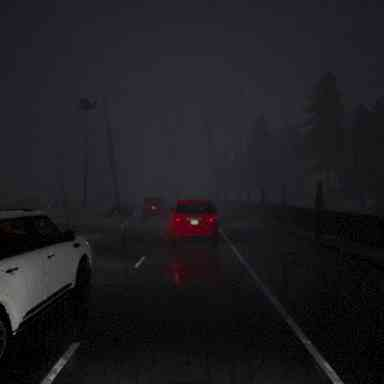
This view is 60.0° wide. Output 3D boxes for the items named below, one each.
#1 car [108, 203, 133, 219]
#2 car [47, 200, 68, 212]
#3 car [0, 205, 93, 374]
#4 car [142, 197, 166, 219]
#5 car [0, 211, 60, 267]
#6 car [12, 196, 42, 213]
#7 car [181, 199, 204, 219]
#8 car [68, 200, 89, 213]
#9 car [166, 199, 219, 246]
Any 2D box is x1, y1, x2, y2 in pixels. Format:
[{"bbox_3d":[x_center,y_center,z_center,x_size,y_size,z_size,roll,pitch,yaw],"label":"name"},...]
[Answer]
[{"bbox_3d":[-7.036,1.794,33.122,2.128,1.511,4.902,0,-1,-2],"label":"car"},{"bbox_3d":[-19.399,1.940,48.122,1.837,1.490,4.892,1,0,-10],"label":"car"},{"bbox_3d":[-3.394,1.274,5.438,2.150,2.045,5.566,0,0,0],"label":"car"},{"bbox_3d":[-3.481,1.516,32.174,2.150,2.045,5.566,0,-1,-2],"label":"car"},{"bbox_3d":[-6.897,1.592,12.492,1.882,1.535,5.008,0,-1,0],"label":"car"},{"bbox_3d":[-22.401,1.635,45.484,2.150,2.045,5.566,0,-1,-9],"label":"car"},{"bbox_3d":[-0.033,1.653,32.845,2.097,1.767,4.553,0,-1,-2],"label":"car"},{"bbox_3d":[-15.417,1.918,45.509,1.837,1.490,4.892,1,0,-8],"label":"car"},{"bbox_3d":[0.107,1.372,16.362,2.150,2.045,5.566,0,-1,0],"label":"car"}]
